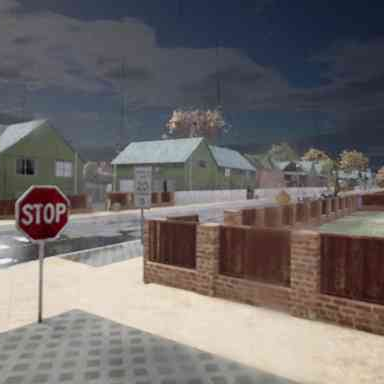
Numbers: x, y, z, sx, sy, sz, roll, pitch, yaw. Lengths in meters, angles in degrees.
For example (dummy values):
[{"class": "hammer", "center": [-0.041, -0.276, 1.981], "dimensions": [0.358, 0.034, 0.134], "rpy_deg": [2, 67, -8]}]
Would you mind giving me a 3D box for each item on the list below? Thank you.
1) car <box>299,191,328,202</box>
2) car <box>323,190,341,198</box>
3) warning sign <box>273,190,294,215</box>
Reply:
[{"class": "car", "center": [14.620, 0.868, 40.564], "dimensions": [1.895, 1.301, 4.718], "rpy_deg": [2, 2, 36]}, {"class": "car", "center": [20.192, 0.442, 48.536], "dimensions": [2.097, 1.767, 4.553], "rpy_deg": [2, 2, 35]}, {"class": "warning sign", "center": [7.009, 0.756, 25.506], "dimensions": [1.300, 1.860, 1.060], "rpy_deg": [1, 0, 35]}]
